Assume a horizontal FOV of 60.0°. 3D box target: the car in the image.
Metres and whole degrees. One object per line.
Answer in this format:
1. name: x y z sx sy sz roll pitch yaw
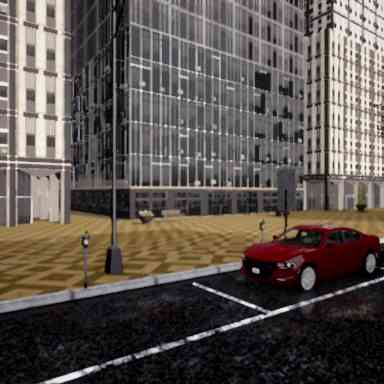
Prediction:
1. car: 3.286 1.551 8.911 4.507 1.381 1.887 0 0 -36
